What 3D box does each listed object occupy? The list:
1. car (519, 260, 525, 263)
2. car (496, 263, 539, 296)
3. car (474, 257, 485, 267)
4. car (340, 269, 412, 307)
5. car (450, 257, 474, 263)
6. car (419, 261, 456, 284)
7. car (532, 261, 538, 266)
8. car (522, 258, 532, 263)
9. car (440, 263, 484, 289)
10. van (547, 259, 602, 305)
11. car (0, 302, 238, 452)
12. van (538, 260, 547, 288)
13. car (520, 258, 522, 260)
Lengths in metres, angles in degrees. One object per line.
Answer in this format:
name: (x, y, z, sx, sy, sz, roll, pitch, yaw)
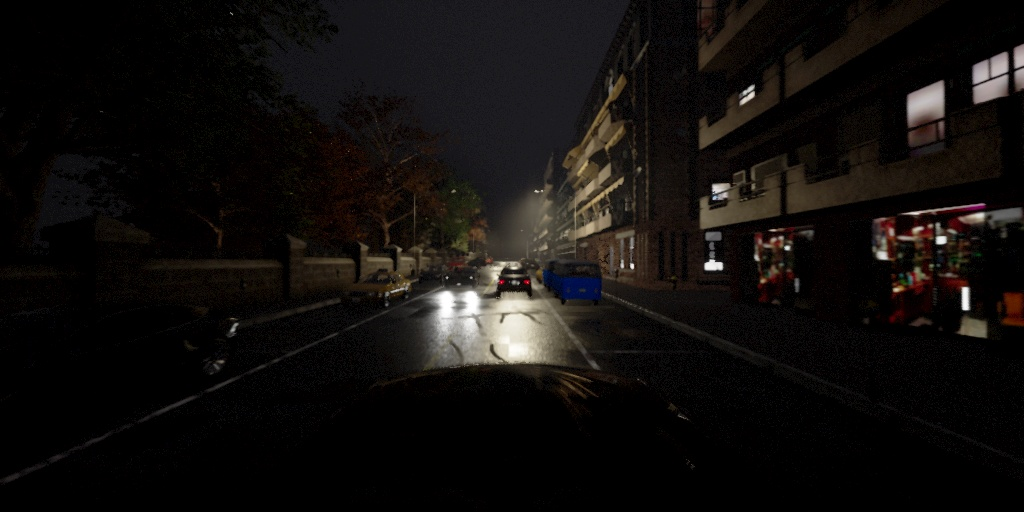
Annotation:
car: (0.105, 1.336, 37.267, 1.895, 1.301, 4.718, 0, 0, 0)
car: (0.107, 1.290, 19.398, 2.033, 1.411, 5.357, 0, 0, 0)
car: (-5.681, 1.294, 54.296, 1.948, 1.339, 4.313, 0, 0, 0)
car: (-5.688, 1.270, 15.463, 1.751, 1.417, 4.829, 0, 0, 0)
car: (-5.684, 1.050, 37.726, 2.192, 1.841, 5.009, 0, 0, 0)
car: (-5.686, 1.290, 26.679, 2.007, 1.370, 4.403, 0, 0, 0)
car: (2.695, 1.264, 26.847, 1.751, 1.417, 4.829, 0, 0, 0)
car: (2.698, 1.295, 48.770, 1.948, 1.339, 4.313, 0, 0, 0)
car: (-3.096, 1.342, 23.175, 1.895, 1.301, 4.718, 0, 0, 0)
van: (2.693, 1.085, 15.631, 1.690, 1.789, 3.998, 0, 0, 0)
car: (-5.690, 1.315, 4.586, 1.948, 1.339, 4.313, 0, 0, 0)
van: (2.694, 1.082, 21.154, 1.690, 1.789, 3.998, 0, 0, 0)
car: (2.700, 1.291, 59.819, 1.948, 1.339, 4.313, 0, 0, 0)
